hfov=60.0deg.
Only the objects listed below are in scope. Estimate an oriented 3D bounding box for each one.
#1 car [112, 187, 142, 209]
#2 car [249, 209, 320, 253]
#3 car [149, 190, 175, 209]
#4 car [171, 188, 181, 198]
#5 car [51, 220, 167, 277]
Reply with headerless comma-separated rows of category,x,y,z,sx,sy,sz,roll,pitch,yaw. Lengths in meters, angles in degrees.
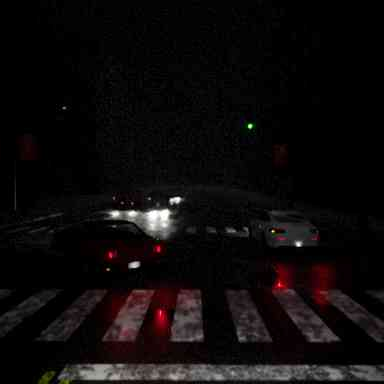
car,-6.413,0.575,33.438,2.150,2.045,5.566,0,2,0
car,3.407,1.375,12.876,1.812,1.442,4.674,0,1,0
car,-3.161,0.843,33.501,2.128,1.511,4.902,0,2,0
car,-2.958,0.132,57.454,2.128,1.511,4.902,0,2,1
car,-2.741,1.494,10.061,1.895,1.301,4.718,0,1,-36
